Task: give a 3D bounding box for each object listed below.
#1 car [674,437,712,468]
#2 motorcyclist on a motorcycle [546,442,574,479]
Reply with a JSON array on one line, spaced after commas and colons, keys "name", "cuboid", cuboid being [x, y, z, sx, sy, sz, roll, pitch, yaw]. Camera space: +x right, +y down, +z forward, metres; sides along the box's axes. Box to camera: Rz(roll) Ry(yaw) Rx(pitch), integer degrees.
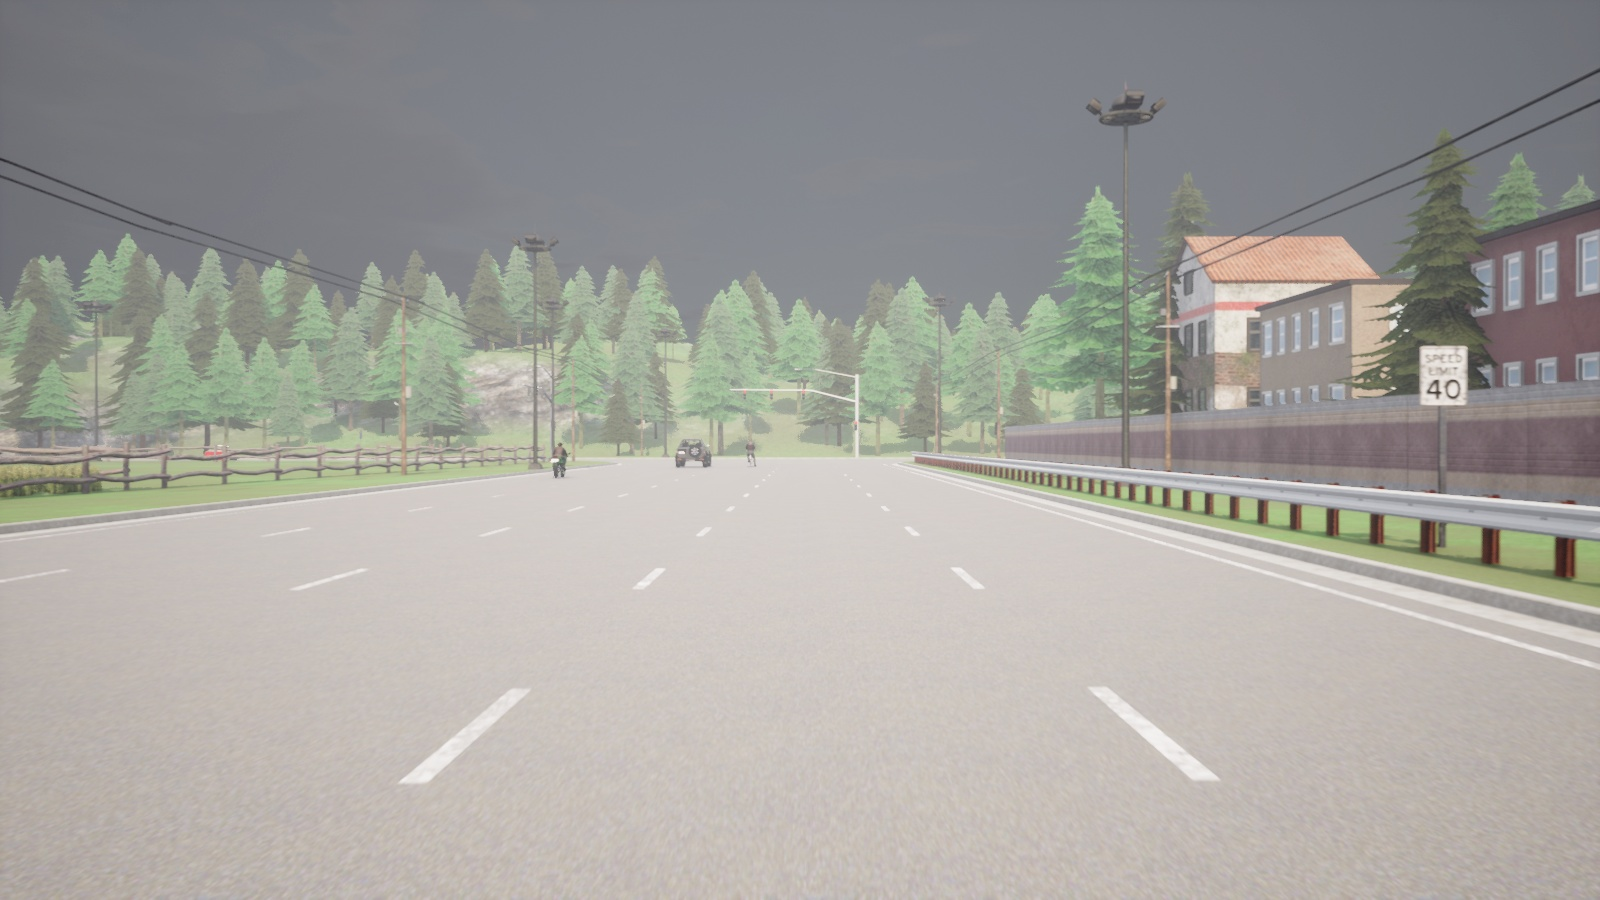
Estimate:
[{"name": "car", "cuboid": [-6.543, 0.124, 77.063, 1.932, 1.855, 4.605, 0, 0, 0]}, {"name": "motorcyclist on a motorcycle", "cuboid": [-10.181, 0.420, 53.279, 0.797, 1.523, 2.044, 0, 0, 0]}]
